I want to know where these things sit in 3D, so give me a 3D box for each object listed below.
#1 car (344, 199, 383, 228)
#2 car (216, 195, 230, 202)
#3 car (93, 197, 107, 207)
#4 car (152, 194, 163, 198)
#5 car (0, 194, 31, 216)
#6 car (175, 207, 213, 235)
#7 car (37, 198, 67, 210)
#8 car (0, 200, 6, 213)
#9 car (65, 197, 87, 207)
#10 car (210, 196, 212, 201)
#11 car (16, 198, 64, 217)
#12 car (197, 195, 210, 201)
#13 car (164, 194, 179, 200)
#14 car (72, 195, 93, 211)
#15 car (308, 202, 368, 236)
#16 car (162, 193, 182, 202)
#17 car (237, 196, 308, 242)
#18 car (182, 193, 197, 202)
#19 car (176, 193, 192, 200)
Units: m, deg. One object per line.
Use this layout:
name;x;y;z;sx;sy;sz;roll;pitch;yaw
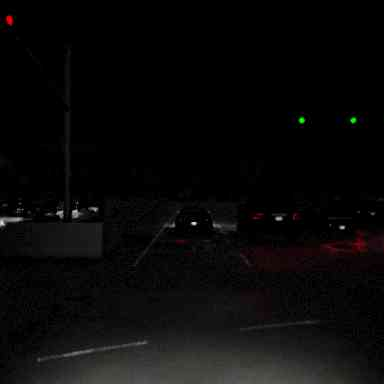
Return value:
car;10.602;1.310;21.644;2.097;1.767;4.553;0;0;0
car;6.767;1.382;73.072;1.837;1.490;4.892;0;0;-18
car;-14.051;1.473;49.221;2.033;1.411;5.357;0;0;0
car;-8.363;1.181;83.125;1.882;1.535;5.008;0;0;-30
car;-17.517;1.174;32.216;2.150;2.045;5.566;0;0;0
car;0.101;1.531;18.561;1.994;1.385;4.181;0;0;0
car;-17.498;1.464;41.739;1.812;1.442;4.674;0;0;0
car;-14.083;1.474;20.738;1.837;1.490;4.892;0;0;0
car;-17.574;1.526;50.606;1.895;1.301;4.718;0;0;-3
car;3.369;1.393;82.682;1.812;1.442;4.674;0;0;-26
car;-14.034;1.479;31.000;1.812;1.442;4.674;0;0;0
car;1.826;1.426;76.981;1.994;1.385;4.181;0;0;-22
car;-5.229;1.294;84.680;1.895;1.301;4.718;0;0;-30
car;-13.997;1.292;39.957;2.097;1.767;4.553;0;0;0
car;7.101;1.457;18.126;2.128;1.511;4.902;0;0;0
car;-4.405;1.379;73.644;1.837;1.490;4.892;0;0;-22
car;3.602;1.191;16.449;2.150;2.045;5.566;0;0;0
car;-1.190;1.352;75.025;1.882;1.535;5.008;0;0;-22
car;-2.051;1.050;86.156;2.097;1.767;4.553;0;0;-30
